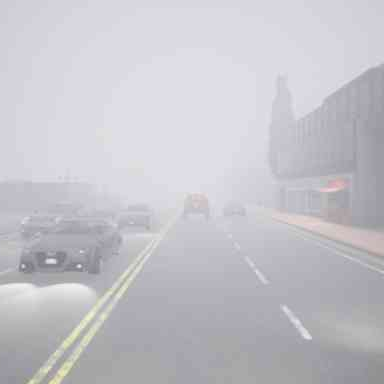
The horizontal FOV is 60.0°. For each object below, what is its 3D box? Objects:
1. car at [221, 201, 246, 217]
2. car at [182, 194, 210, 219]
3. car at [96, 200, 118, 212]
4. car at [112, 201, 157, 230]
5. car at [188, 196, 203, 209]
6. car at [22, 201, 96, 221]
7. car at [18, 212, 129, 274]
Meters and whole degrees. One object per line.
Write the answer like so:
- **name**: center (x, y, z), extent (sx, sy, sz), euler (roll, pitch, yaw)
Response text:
- **car**: center (3.798, 1.498, 30.735), extent (1.994, 1.385, 4.181), euler (0, 0, 1)
- **car**: center (0.349, 1.154, 28.468), extent (2.150, 2.045, 5.566), euler (0, 0, 0)
- **car**: center (-6.761, 1.410, 27.336), extent (1.882, 1.535, 5.008), euler (0, 0, 1)
- **car**: center (-3.322, 1.455, 20.799), extent (1.837, 1.490, 4.892), euler (0, 0, 1)
- **car**: center (0.452, 1.378, 44.167), extent (1.882, 1.535, 5.008), euler (0, 0, 1)
- **car**: center (-6.871, 1.307, 17.213), extent (2.097, 1.767, 4.553), euler (0, 0, 1)
- **car**: center (-3.486, 1.538, 10.289), extent (1.994, 1.385, 4.181), euler (0, 0, 1)
